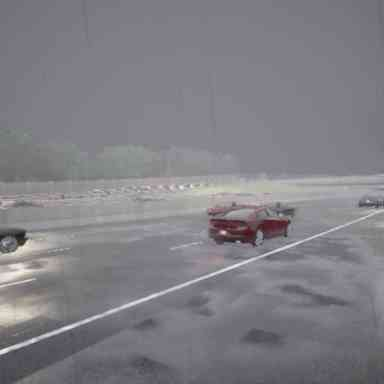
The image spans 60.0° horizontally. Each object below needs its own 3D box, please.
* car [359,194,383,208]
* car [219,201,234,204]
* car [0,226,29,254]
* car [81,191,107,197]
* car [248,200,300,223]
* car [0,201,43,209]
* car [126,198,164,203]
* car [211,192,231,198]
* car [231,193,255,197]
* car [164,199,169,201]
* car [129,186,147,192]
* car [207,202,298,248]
[{"bbox_3d":[19.611,0.950,36.306,1.994,1.385,4.181,-1,1,37],"label":"car"},{"bbox_3d":[3.238,1.399,26.328,1.895,1.301,4.718,-1,1,38],"label":"car"},{"bbox_3d":[-8.290,1.647,11.448,1.895,1.301,4.718,-1,0,38],"label":"car"},{"bbox_3d":[-17.508,0.487,59.652,2.033,1.411,5.357,-1,3,24],"label":"car"},{"bbox_3d":[6.101,1.358,24.310,1.895,1.301,4.718,-1,1,38],"label":"car"},{"bbox_3d":[-16.057,1.624,30.308,1.837,1.490,4.892,-1,0,38],"label":"car"},{"bbox_3d":[-5.406,1.425,32.637,1.837,1.490,4.892,-1,1,38],"label":"car"},{"bbox_3d":[5.151,0.858,57.828,2.097,1.767,4.553,-1,0,38],"label":"car"},{"bbox_3d":[8.379,1.003,50.515,1.837,1.490,4.892,-1,0,38],"label":"car"},{"bbox_3d":[-5.024,1.416,44.594,1.895,1.301,4.718,-1,1,38],"label":"car"},{"bbox_3d":[-11.660,-0.571,72.508,1.895,1.301,4.718,-1,3,25],"label":"car"},{"bbox_3d":[2.685,1.341,14.334,1.882,1.535,5.008,-1,0,38],"label":"car"}]
